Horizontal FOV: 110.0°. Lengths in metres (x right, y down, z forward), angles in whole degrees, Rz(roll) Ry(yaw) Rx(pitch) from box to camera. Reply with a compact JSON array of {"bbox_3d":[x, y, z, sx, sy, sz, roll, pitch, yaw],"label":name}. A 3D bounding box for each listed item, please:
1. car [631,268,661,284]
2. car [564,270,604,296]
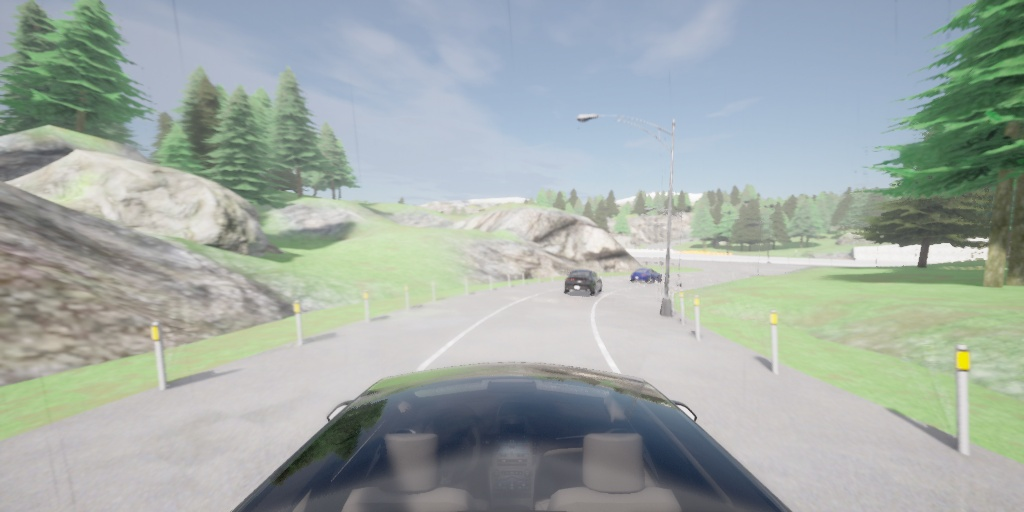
[{"bbox_3d":[14.016,2.014,37.463,1.812,1.442,4.674,4,2,42],"label":"car"},{"bbox_3d":[4.625,1.623,22.958,1.837,1.490,4.892,2,0,21],"label":"car"}]
